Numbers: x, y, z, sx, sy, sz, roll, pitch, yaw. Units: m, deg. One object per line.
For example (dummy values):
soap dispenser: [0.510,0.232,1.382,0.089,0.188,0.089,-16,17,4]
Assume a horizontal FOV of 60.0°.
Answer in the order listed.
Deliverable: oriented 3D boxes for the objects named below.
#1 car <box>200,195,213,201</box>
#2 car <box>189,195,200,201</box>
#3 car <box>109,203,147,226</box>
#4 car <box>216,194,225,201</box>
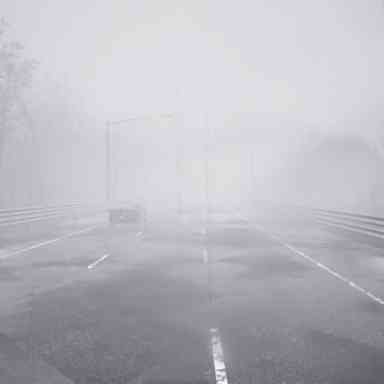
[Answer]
car: [3.771,1.677,85.813,1.895,1.301,4.718,0,0,7]
car: [0.241,1.622,85.746,2.033,1.411,5.357,0,0,7]
car: [-4.425,1.488,23.682,1.882,1.535,5.008,0,0,2]
car: [7.333,1.437,86.171,2.097,1.767,4.553,0,0,7]
